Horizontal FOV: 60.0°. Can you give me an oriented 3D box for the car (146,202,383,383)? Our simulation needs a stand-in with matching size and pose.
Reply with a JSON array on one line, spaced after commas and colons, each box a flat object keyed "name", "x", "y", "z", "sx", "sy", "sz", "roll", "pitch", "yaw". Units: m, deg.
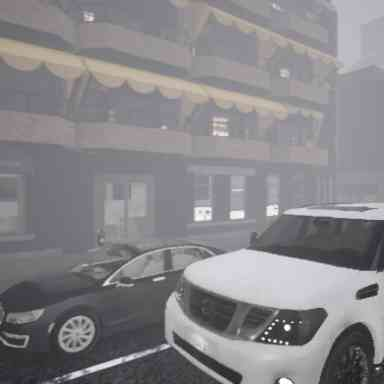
[{"name": "car", "x": 2.331, "y": 1.210, "z": 5.033, "sx": 5.566, "sy": 2.045, "sz": 2.150, "roll": 0, "pitch": 0, "yaw": -35}]

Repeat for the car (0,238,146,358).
[{"name": "car", "x": -0.931, "y": 1.543, "z": 5.895, "sx": 4.403, "sy": 1.369, "sz": 2.008, "roll": 0, "pitch": 0, "yaw": -35}]
